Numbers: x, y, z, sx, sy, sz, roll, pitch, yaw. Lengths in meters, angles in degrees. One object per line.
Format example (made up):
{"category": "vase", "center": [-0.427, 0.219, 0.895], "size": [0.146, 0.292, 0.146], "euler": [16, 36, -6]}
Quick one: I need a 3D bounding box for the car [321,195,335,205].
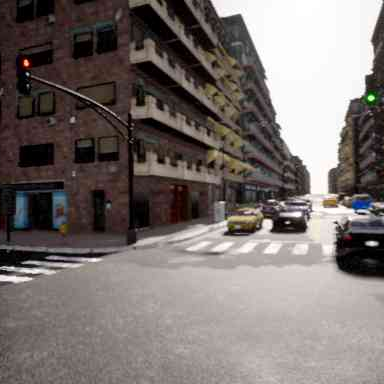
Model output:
{"category": "car", "center": [23.290, 1.389, 57.068], "size": [2.128, 1.511, 4.902], "euler": [-2, -1, 21]}

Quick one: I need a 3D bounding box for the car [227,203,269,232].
{"category": "car", "center": [3.443, 1.633, 21.078], "size": [1.752, 1.417, 4.829], "euler": [-1, 0, 21]}

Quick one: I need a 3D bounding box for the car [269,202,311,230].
{"category": "car", "center": [6.265, 1.593, 21.241], "size": [1.994, 1.385, 4.181], "euler": [-2, -1, 21]}

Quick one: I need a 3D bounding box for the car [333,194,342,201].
{"category": "car", "center": [35.589, 1.319, 81.642], "size": [1.752, 1.417, 4.829], "euler": [-1, 0, 21]}

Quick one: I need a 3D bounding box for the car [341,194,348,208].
{"category": "car", "center": [21.471, 1.353, 44.751], "size": [1.752, 1.417, 4.829], "euler": [-1, 0, 21]}

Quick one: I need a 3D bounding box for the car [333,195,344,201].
{"category": "car", "center": [33.511, 1.349, 76.212], "size": [2.008, 1.369, 4.403], "euler": [-1, 0, 21]}

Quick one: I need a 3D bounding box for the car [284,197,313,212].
{"category": "car", "center": [9.381, 1.497, 29.382], "size": [1.882, 1.535, 5.008], "euler": [-2, -1, 21]}

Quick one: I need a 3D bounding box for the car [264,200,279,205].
{"category": "car", "center": [7.536, 1.536, 31.778], "size": [1.967, 1.590, 4.097], "euler": [-1, 0, 21]}

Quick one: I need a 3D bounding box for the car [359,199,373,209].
{"category": "car", "center": [13.344, 1.401, 23.513], "size": [2.008, 1.369, 4.403], "euler": [-1, 0, 21]}

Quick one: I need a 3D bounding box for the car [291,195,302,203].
{"category": "car", "center": [21.654, 1.499, 68.667], "size": [1.967, 1.590, 4.097], "euler": [-1, 0, 21]}

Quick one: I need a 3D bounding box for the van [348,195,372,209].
{"category": "van", "center": [17.374, 1.180, 34.053], "size": [1.690, 1.788, 3.998], "euler": [-1, 0, 21]}

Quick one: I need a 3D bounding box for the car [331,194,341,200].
{"category": "car", "center": [37.545, 1.340, 86.752], "size": [2.008, 1.369, 4.403], "euler": [-1, 0, 21]}

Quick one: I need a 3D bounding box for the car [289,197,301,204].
{"category": "car", "center": [19.638, 1.614, 63.397], "size": [2.008, 1.369, 4.403], "euler": [-1, 0, 21]}

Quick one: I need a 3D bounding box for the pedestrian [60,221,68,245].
{"category": "pedestrian", "center": [-5.986, 1.908, 15.628], "size": [0.500, 1.100, 0.500], "euler": [-2, -2, 22]}

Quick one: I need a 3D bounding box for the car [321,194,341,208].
{"category": "car", "center": [19.711, 1.382, 47.437], "size": [1.882, 1.535, 5.008], "euler": [-2, -1, 21]}

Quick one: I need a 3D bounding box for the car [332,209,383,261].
{"category": "car", "center": [6.075, 1.507, 11.796], "size": [1.994, 1.385, 4.181], "euler": [-2, -1, 21]}

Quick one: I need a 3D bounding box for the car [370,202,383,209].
{"category": "car", "center": [11.327, 1.422, 18.243], "size": [1.947, 1.339, 4.313], "euler": [-1, 0, 21]}

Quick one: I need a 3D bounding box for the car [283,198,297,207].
{"category": "car", "center": [15.605, 1.618, 52.857], "size": [1.887, 1.381, 4.507], "euler": [-1, 0, 21]}
